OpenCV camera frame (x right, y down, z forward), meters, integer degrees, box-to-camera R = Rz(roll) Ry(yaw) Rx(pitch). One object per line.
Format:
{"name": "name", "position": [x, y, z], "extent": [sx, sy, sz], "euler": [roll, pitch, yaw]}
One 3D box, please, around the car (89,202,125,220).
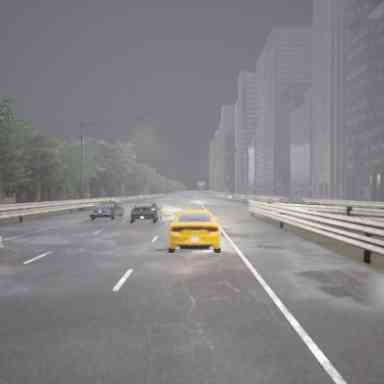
{"name": "car", "position": [-6.904, 1.523, 27.428], "extent": [2.033, 1.411, 5.357], "euler": [0, 0, 0]}

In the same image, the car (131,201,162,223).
{"name": "car", "position": [-3.406, 1.482, 25.168], "extent": [1.837, 1.490, 4.892], "euler": [0, 0, 0]}

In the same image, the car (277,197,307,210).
{"name": "car", "position": [10.353, 1.367, 35.862], "extent": [2.097, 1.767, 4.553], "euler": [0, 0, -14]}

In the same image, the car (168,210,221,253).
{"name": "car", "position": [0.095, 1.463, 13.745], "extent": [1.882, 1.535, 5.008], "euler": [0, 0, 0]}

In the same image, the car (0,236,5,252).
{"name": "car", "position": [-6.903, 1.591, 8.472], "extent": [1.895, 1.301, 4.718], "euler": [0, 0, 0]}
